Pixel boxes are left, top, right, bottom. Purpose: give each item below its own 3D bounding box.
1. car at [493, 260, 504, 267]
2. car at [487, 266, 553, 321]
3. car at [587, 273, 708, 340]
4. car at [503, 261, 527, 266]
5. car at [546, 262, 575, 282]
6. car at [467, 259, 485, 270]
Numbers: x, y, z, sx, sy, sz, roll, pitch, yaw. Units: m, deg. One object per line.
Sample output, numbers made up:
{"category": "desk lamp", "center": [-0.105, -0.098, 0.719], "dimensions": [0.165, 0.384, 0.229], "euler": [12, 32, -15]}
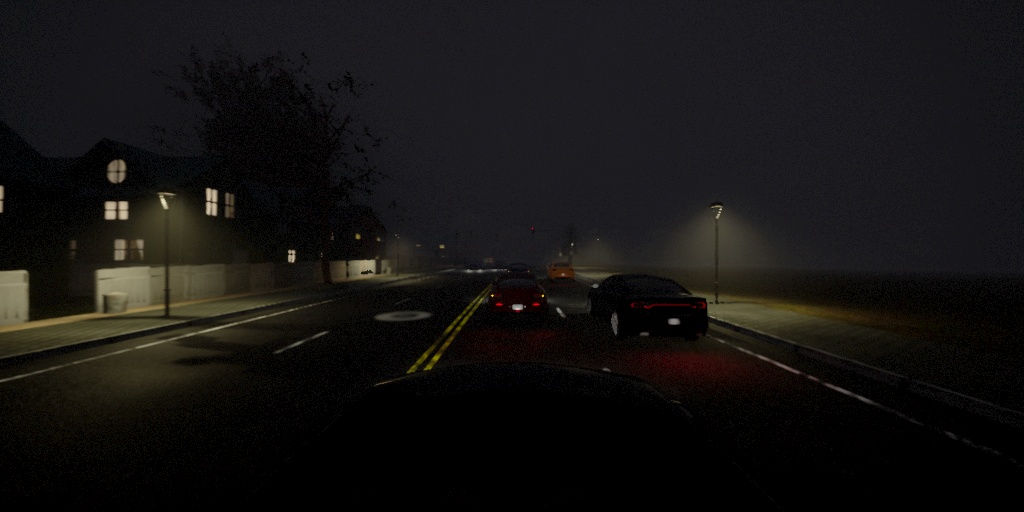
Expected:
{"category": "car", "center": [-1.728, 1.232, 53.620], "dimensions": [2.033, 1.411, 5.357], "euler": [0, 0, 3]}
{"category": "car", "center": [0.188, 1.256, 12.304], "dimensions": [1.812, 1.442, 4.674], "euler": [0, 0, 1]}
{"category": "car", "center": [3.410, 1.213, 9.964], "dimensions": [1.882, 1.535, 5.008], "euler": [0, 0, 1]}
{"category": "car", "center": [0.509, 1.232, 27.919], "dimensions": [1.812, 1.442, 4.674], "euler": [0, 0, 2]}
{"category": "car", "center": [3.791, 1.183, 28.523], "dimensions": [1.882, 1.535, 5.008], "euler": [0, 0, 2]}
{"category": "car", "center": [-5.123, 1.165, 51.380], "dimensions": [1.882, 1.535, 5.008], "euler": [0, 0, 4]}
